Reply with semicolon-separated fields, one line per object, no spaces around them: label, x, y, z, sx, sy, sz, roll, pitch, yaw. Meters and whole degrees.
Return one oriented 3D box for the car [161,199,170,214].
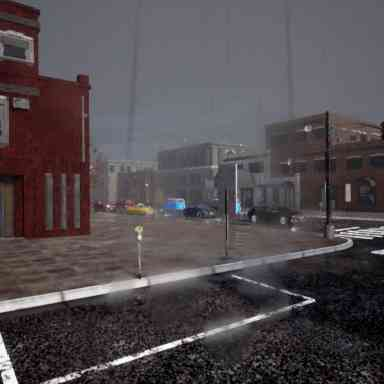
car;-5.156;2.034;42.468;1.837;1.490;4.892;-1;0;-36

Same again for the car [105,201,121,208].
car;-15.973;2.433;67.092;1.802;1.307;4.206;-2;0;-36

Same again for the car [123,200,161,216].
car;-5.968;2.048;39.208;1.752;1.417;4.829;-2;0;-36

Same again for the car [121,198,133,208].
car;-12.646;2.085;62.519;2.192;1.841;5.009;-2;0;-36

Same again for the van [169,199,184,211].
van;-2.640;1.868;48.801;1.690;1.788;3.998;-2;0;-36

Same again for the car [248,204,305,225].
car;6.594;1.750;26.338;1.837;1.490;4.892;-1;0;-36

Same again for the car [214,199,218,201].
car;1.596;1.876;38.616;1.882;1.535;5.008;-1;0;-36

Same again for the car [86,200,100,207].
car;-22.643;2.595;76.237;1.802;1.307;4.206;-2;0;-36

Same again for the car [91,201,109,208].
car;-18.195;2.440;65.761;1.994;1.385;4.181;-1;-1;-36

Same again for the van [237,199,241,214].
van;4.029;1.707;39.657;1.690;1.788;3.998;-2;0;-36

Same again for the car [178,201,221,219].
car;0.773;1.950;34.340;1.994;1.385;4.181;-1;0;-35

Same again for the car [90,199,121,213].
car;-12.744;2.001;48.490;2.192;1.841;5.009;-2;0;-36
